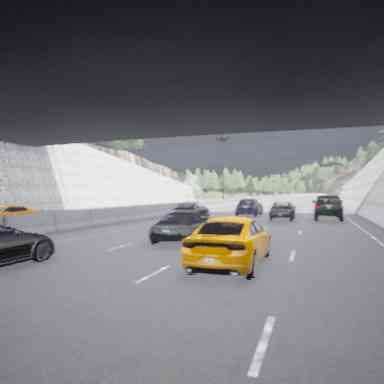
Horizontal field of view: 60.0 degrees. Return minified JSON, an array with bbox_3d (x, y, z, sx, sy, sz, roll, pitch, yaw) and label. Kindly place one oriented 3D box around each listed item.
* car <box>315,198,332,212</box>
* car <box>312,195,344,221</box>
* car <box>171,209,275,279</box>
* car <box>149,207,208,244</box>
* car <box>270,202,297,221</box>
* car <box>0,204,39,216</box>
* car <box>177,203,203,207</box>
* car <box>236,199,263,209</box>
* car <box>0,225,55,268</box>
[{"bbox_3d":[15.980,1.552,40.591,1.882,1.535,5.008,0,0,20],"label":"car"},{"bbox_3d":[11.330,1.272,27.799,2.150,2.045,5.566,0,0,20],"label":"car"},{"bbox_3d":[1.272,1.514,10.381,1.882,1.535,5.008,0,0,20],"label":"car"},{"bbox_3d":[-0.410,1.633,15.987,1.994,1.385,4.181,0,0,20],"label":"car"},{"bbox_3d":[7.597,1.562,27.764,2.128,1.511,4.902,0,0,20],"label":"car"},{"bbox_3d":[-12.946,1.650,23.061,1.882,1.535,5.008,0,0,20],"label":"car"},{"bbox_3d":[-0.036,1.605,27.257,2.128,1.511,4.902,0,0,20],"label":"car"},{"bbox_3d":[5.709,1.455,32.823,2.097,1.767,4.553,0,0,20],"label":"car"},{"bbox_3d":[-6.263,1.644,10.149,1.994,1.385,4.181,0,0,20],"label":"car"}]
